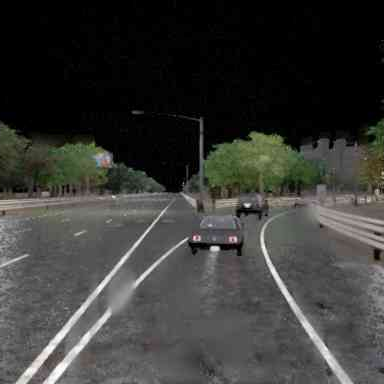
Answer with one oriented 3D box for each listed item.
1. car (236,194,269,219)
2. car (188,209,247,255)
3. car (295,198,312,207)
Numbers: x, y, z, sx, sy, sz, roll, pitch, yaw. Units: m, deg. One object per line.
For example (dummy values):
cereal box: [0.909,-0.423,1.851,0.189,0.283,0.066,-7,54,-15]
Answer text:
car: [5.376,1.219,29.195,2.150,2.045,5.566,0,0,21]
car: [1.136,1.594,13.277,1.895,1.301,4.718,0,0,9]
car: [17.275,1.569,50.811,1.994,1.385,4.181,0,0,37]
